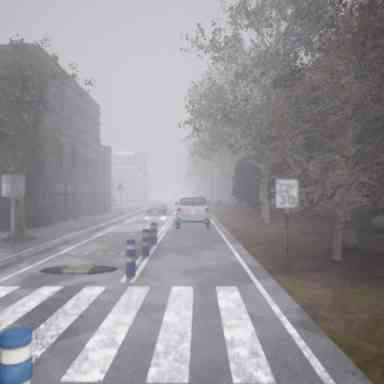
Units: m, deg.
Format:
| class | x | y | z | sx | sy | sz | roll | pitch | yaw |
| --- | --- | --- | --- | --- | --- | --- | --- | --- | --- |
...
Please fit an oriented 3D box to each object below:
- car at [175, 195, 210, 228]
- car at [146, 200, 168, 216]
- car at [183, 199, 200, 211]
| class | x | y | z | sx | sy | sz | roll | pitch | yaw |
| --- | --- | --- | --- | --- | --- | --- | --- | --- | --- |
| car | 0.033 | 1.233 | 22.303 | 2.150 | 2.045 | 5.566 | 0 | 0 | -1 |
| car | -3.455 | 1.537 | 33.239 | 1.812 | 1.442 | 4.674 | 0 | 0 | 0 |
| car | -0.059 | 1.595 | 40.762 | 1.895 | 1.301 | 4.718 | 0 | 0 | 0 |
